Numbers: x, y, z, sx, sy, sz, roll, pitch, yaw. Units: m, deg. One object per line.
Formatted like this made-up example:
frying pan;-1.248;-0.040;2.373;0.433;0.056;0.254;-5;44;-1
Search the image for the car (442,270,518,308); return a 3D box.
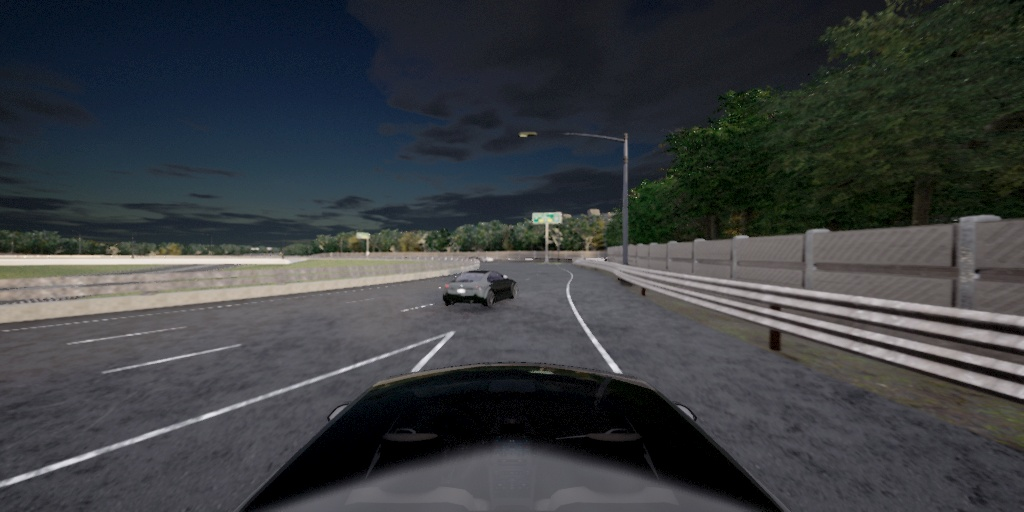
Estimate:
car;-1.215;1.282;15.284;1.994;1.385;4.181;0;0;20
